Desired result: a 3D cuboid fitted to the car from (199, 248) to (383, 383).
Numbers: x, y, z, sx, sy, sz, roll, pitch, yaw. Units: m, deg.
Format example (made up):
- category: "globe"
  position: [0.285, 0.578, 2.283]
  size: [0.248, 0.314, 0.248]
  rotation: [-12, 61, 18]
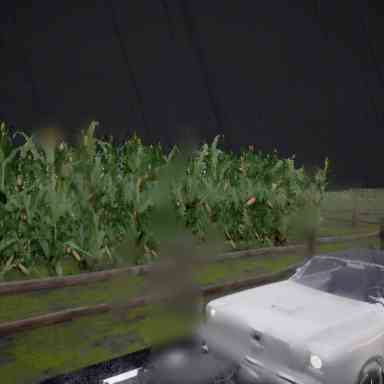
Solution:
- category: "car"
  position: [2.432, 1.599, 4.796]
  size: [4.718, 1.301, 1.895]
  rotation: [0, 0, -35]
